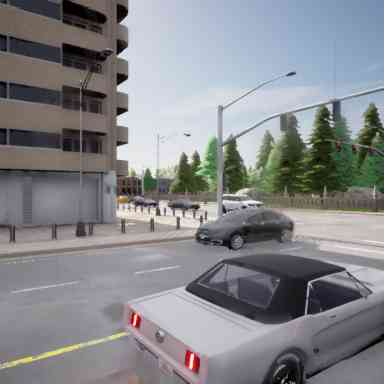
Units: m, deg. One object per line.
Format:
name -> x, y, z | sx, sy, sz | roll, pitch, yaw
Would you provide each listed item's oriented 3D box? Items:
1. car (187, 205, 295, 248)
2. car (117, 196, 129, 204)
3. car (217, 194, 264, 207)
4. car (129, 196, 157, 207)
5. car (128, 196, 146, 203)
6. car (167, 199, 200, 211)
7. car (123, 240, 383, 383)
car -> 2.383, 1.505, 14.273 | 4.892, 1.490, 1.837 | 0, 0, -35
car -> -14.208, 1.533, 67.189 | 1.882, 1.535, 5.008 | 0, 0, -36
car -> 4.931, 1.278, 34.273 | 2.150, 2.045, 5.566 | 0, 0, -36
car -> -7.268, 1.603, 51.256 | 2.033, 1.411, 5.357 | 0, 0, -36
car -> -11.592, 1.581, 69.539 | 1.812, 1.442, 4.674 | 0, 0, -36
car -> -1.136, 1.603, 42.699 | 2.033, 1.411, 5.357 | 0, 0, -36
car -> 1.537, 1.601, 4.875 | 4.718, 1.301, 1.895 | 0, 0, -35
